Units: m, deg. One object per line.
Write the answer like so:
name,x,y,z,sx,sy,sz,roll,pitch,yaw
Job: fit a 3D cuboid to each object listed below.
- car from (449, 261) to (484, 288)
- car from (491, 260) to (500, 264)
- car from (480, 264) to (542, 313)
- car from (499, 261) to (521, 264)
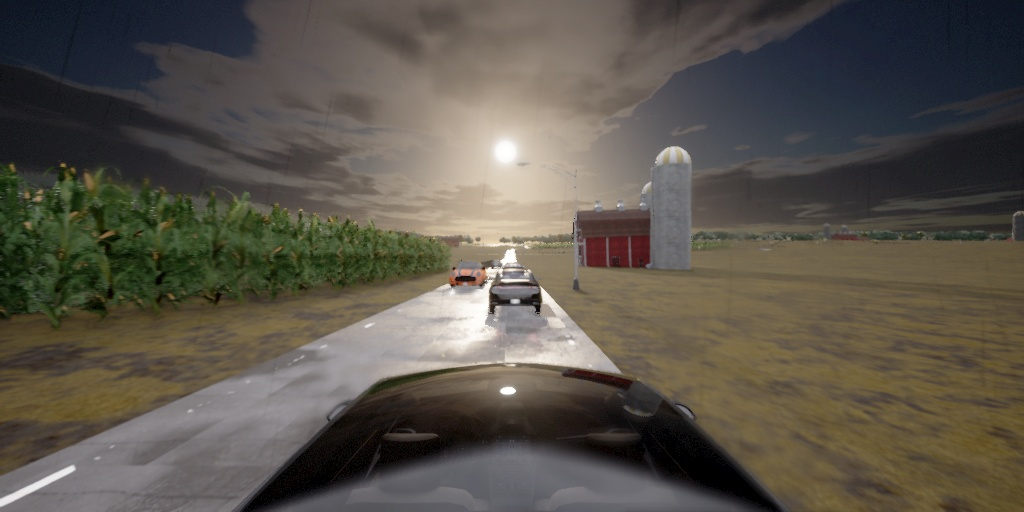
car,-2.829,1.115,23.982,2.097,1.767,4.553,0,0,0
car,-2.726,1.487,64.373,2.128,1.511,4.902,0,0,1
car,0.107,1.243,13.949,2.128,1.511,4.902,0,0,0
car,0.126,1.263,31.726,1.882,1.535,5.008,0,0,0
